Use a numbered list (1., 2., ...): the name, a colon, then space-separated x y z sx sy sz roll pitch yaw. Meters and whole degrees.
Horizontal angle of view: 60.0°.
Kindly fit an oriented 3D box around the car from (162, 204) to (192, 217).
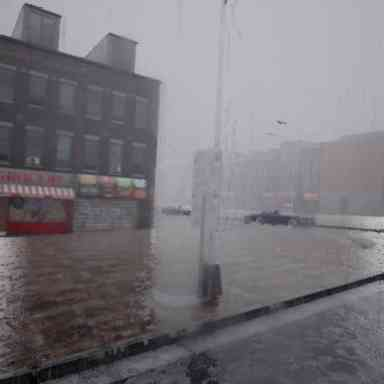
1. car: -1.219 1.986 34.705 1.895 1.301 4.718 4 -3 -35

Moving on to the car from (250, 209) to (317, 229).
1. car: 6.497 1.888 23.928 1.895 1.301 4.718 4 -3 -35
